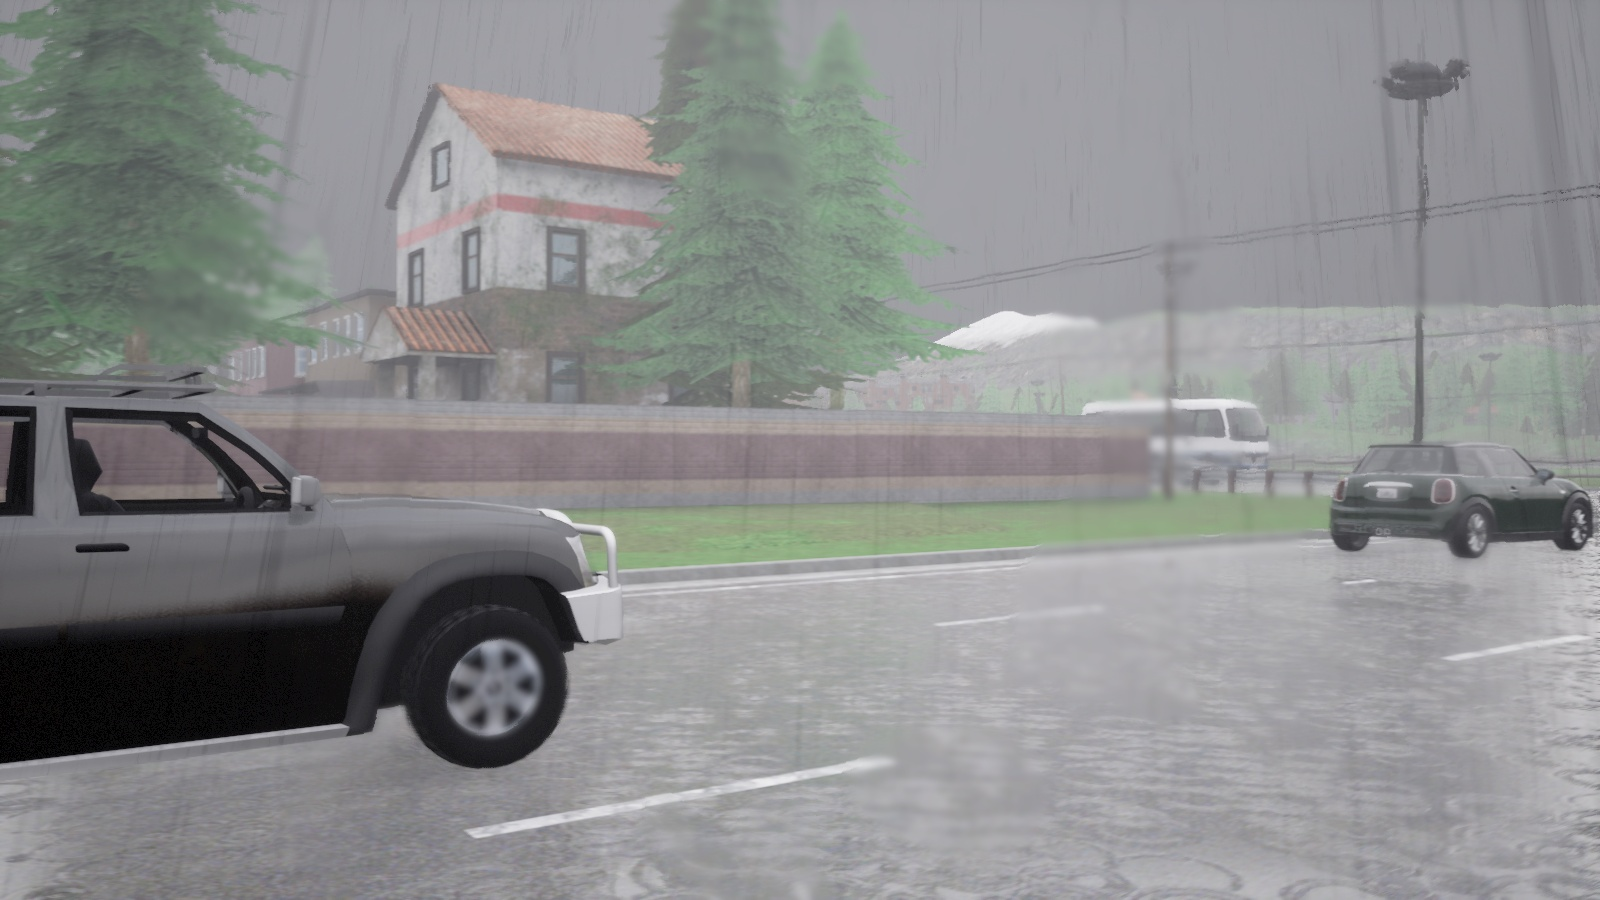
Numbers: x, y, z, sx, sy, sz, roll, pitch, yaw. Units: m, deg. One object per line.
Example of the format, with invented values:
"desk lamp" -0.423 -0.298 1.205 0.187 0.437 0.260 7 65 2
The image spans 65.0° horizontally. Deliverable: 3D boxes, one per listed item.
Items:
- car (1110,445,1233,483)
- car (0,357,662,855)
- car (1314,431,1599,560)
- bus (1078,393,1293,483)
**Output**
"car" 16.661 0.612 56.540 2.152 1.651 5.027 0 0 -35
"car" -3.131 0.582 5.742 4.605 1.855 1.932 0 0 -35
"car" 10.199 0.623 19.324 4.553 1.767 2.097 0 0 -35
"bus" 19.561 -0.532 64.554 3.944 4.253 10.273 0 0 -35
